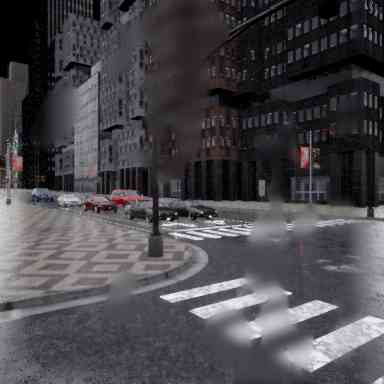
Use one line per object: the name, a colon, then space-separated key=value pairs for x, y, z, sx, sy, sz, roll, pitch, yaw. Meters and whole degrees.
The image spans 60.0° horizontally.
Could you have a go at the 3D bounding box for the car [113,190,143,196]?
car: x=-6.351 y=0.811 z=33.354 sx=2.150 sy=2.045 sz=5.566 roll=0 pitch=1 yaw=-36

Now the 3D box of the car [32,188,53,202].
car: x=-22.766 y=0.467 z=50.568 sx=2.150 sy=2.045 sz=5.566 roll=0 pitch=1 yaw=-36

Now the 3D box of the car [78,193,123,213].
car: x=-8.599 y=1.080 z=30.918 sx=1.882 sy=1.535 sz=5.008 roll=0 pitch=1 yaw=-36

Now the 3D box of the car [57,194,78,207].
car: x=-14.398 y=0.986 z=38.892 sx=1.812 sy=1.442 sz=4.674 roll=0 pitch=1 yaw=-35

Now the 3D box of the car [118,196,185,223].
car: x=-2.998 y=1.284 z=23.236 sx=2.033 sy=1.411 sz=5.357 roll=0 pitch=1 yaw=-35

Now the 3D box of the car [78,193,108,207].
car: x=-12.470 y=0.929 z=41.792 sx=2.128 sy=1.511 sz=4.902 roll=0 pitch=1 yaw=-36

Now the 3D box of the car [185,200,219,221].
car: x=-0.393 y=1.280 z=25.095 sx=2.033 sy=1.411 sz=5.357 roll=0 pitch=1 yaw=-39
